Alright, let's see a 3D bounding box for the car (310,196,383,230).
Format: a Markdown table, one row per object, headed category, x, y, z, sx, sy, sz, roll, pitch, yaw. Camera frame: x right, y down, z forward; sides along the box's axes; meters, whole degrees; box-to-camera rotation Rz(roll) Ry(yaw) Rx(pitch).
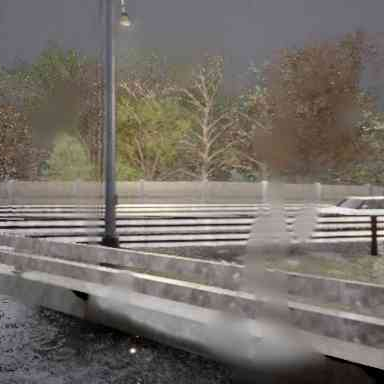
| category | x | y | z | sx | sy | sz | roll | pitch | yaw |
| --- | --- | --- | --- | --- | --- | --- | --- | --- | --- |
| car | 8.867 | 1.207 | 17.162 | 5.566 | 2.045 | 2.150 | 1 | 0 | -10 |
